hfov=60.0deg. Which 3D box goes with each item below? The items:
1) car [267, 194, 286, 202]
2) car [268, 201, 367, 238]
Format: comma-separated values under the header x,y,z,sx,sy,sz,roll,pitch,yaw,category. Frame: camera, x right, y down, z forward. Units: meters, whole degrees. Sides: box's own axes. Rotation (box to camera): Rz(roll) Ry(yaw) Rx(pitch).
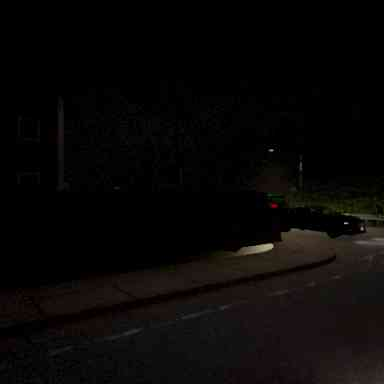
x,y,z,sx,sy,sz,roll,pitch,yaw,category
5.084,1.204,26.399,2.150,2.045,5.566,0,0,-35,car
6.653,1.478,17.754,2.128,1.511,4.902,0,0,-35,car
